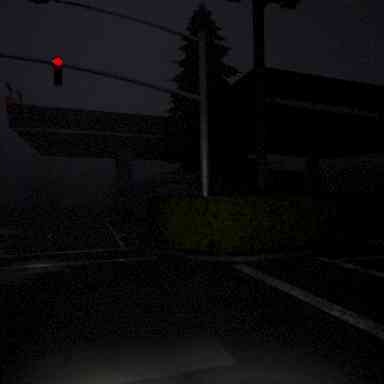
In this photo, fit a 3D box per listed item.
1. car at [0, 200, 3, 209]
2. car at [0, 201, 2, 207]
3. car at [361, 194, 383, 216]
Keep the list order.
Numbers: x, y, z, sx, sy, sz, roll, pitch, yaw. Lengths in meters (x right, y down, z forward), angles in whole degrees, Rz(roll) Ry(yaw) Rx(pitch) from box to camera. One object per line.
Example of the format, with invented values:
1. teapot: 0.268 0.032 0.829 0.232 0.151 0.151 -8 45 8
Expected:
1. car: -35.767 2.199 58.140 4.514 1.523 2.007 -1 0 -18
2. car: -34.765 2.165 55.167 5.027 1.636 2.152 -1 0 -18
3. car: 15.379 1.100 26.586 1.905 1.878 3.866 -1 0 -18
